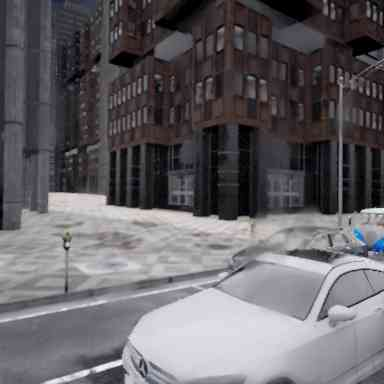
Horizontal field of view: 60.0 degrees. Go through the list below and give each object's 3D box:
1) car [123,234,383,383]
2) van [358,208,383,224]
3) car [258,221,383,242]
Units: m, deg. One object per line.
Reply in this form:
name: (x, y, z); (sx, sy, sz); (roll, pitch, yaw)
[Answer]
car: (1.426, 1.560, 4.390); (4.674, 1.442, 1.812); (1, 0, -35)
van: (7.417, 1.465, 11.924); (3.998, 1.788, 1.690); (1, 0, -35)
car: (2.913, 1.621, 8.720); (4.403, 1.369, 2.008); (1, 0, -35)
